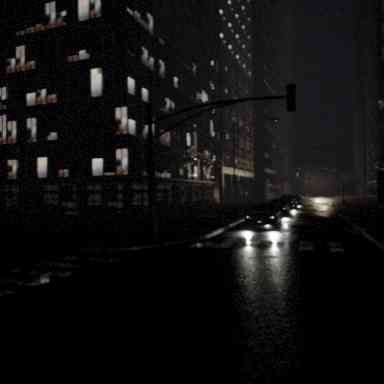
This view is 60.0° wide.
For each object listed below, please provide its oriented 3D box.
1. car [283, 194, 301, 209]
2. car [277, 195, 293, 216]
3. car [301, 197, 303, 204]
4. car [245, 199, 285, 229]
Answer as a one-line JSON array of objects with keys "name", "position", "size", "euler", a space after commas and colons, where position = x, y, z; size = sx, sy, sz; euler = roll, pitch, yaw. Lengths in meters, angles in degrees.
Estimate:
[{"name": "car", "position": [11.071, 1.054, 38.671], "size": [2.097, 1.767, 4.553], "euler": [-1, 0, 21]}, {"name": "car", "position": [7.587, 1.319, 29.435], "size": [1.812, 1.442, 4.674], "euler": [-1, 0, 20]}, {"name": "car", "position": [15.032, 1.143, 48.460], "size": [2.033, 1.411, 5.357], "euler": [-1, 0, 23]}, {"name": "car", "position": [4.562, 1.396, 20.956], "size": [1.812, 1.442, 4.674], "euler": [-1, 0, 19]}]
